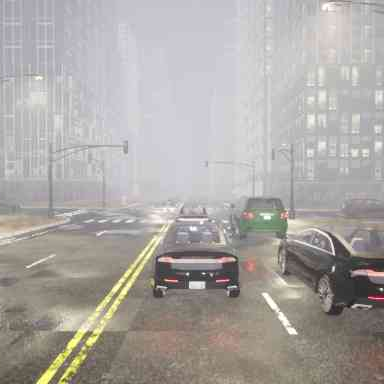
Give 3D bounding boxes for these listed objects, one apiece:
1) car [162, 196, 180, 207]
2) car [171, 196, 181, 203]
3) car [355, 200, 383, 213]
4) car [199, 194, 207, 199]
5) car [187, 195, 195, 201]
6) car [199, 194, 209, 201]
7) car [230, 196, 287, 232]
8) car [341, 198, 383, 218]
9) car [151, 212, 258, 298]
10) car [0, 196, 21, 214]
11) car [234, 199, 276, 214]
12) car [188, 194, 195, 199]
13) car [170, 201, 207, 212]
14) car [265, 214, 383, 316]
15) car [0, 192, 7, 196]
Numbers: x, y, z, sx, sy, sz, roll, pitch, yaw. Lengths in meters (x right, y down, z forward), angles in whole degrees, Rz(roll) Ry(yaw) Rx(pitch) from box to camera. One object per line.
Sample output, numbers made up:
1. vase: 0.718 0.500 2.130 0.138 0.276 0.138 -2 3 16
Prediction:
1. car: -3.477 1.455 51.380 2.128 1.511 4.902 0 0 0
2. car: -3.437 1.493 70.617 1.994 1.385 4.181 0 0 0
3. car: 21.708 1.643 38.407 4.829 1.417 1.752 1 0 1
4. car: 3.010 1.294 91.278 1.994 1.385 4.181 0 0 0
5. car: -0.212 1.458 80.853 2.033 1.411 5.357 0 0 0
6. car: 3.036 1.513 81.306 1.895 1.301 4.718 0 0 0
7. car: 3.304 1.213 17.335 2.150 2.045 5.566 0 0 0
8. car: 16.121 1.519 30.106 5.009 1.841 2.192 1 0 1
9. car: 0.078 1.488 8.502 2.128 1.511 4.902 0 0 0
10. car: -19.481 1.408 33.186 4.181 1.385 1.994 1 1 1
11. car: 7.073 1.573 37.391 4.181 1.385 1.994 1 1 25
12. car: -0.240 1.337 91.300 1.895 1.301 4.718 0 0 0
13. car: 0.053 1.482 17.687 2.128 1.511 4.902 0 0 0
14. car: 3.328 1.488 7.493 2.128 1.511 4.902 0 0 0
15. car: -22.991 0.983 36.443 5.566 2.045 2.150 1 1 1
